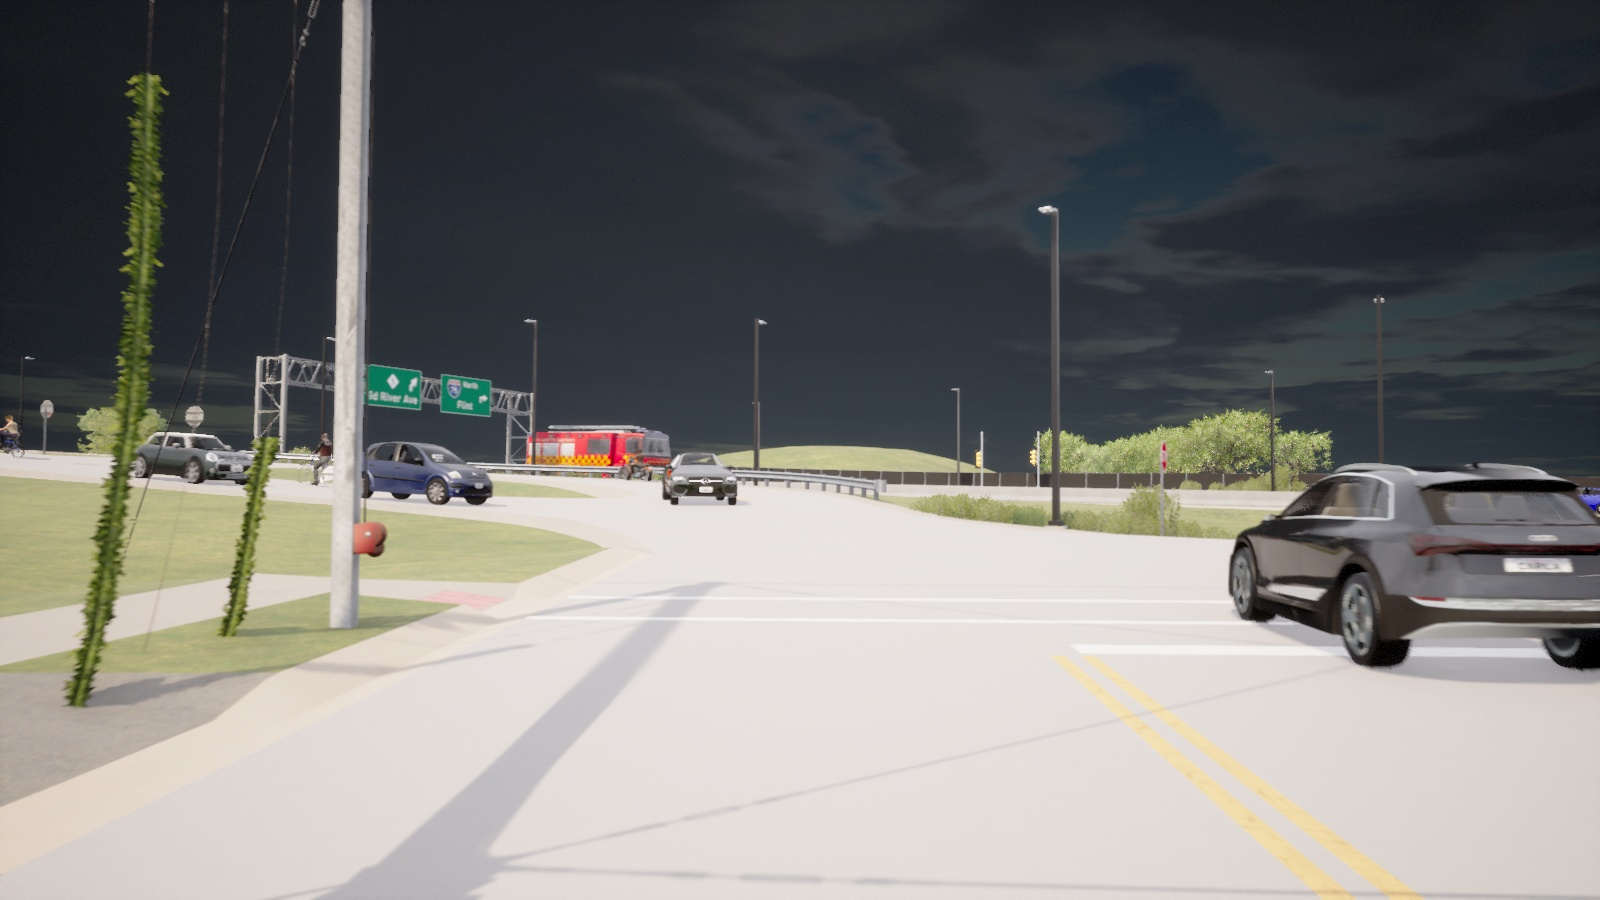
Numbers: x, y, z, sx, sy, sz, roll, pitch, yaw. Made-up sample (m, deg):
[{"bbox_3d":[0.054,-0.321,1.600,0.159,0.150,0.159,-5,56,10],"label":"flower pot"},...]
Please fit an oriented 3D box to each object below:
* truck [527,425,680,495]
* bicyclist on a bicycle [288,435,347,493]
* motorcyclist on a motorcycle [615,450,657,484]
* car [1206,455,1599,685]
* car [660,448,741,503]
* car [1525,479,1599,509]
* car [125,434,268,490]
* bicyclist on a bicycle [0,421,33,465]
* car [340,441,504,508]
[{"bbox_3d":[-11.309,0.605,72.096,8.468,3.827,2.891,0,-2,27],"label":"truck"},{"bbox_3d":[-15.729,0.459,40.920,1.843,1.776,0.659,3,-1,28],"label":"bicyclist on a bicycle"},{"bbox_3d":[-8.155,0.825,62.382,2.350,1.649,0.766,1,-1,44],"label":"motorcyclist on a motorcycle"},{"bbox_3d":[5.436,0.885,11.452,2.033,1.649,4.856,0,-1,2],"label":"car"},{"bbox_3d":[-3.332,0.772,41.218,2.152,1.651,5.027,0,0,-10],"label":"car"},{"bbox_3d":[42.036,2.385,67.895,2.007,1.525,4.514,2,-2,-43],"label":"car"},{"bbox_3d":[-18.462,0.359,38.404,3.806,1.475,1.970,3,-1,28],"label":"car"},{"bbox_3d":[-29.990,-0.279,47.410,1.509,1.612,0.866,3,1,4],"label":"bicyclist on a bicycle"},{"bbox_3d":[-10.281,0.652,34.163,3.988,1.617,1.851,2,-1,26],"label":"car"}]
